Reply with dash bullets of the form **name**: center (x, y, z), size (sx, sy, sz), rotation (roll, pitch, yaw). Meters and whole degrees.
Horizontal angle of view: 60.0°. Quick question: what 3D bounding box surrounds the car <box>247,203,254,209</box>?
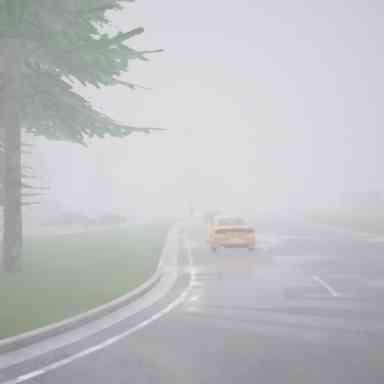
- **car**: center (15.547, 3.574, 87.831), size (1.812, 1.442, 4.674), rotation (-1, -2, 11)

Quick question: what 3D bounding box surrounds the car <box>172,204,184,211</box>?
- **car**: center (-2.948, 3.251, 71.015), size (2.128, 1.511, 4.902), rotation (-1, -2, 11)

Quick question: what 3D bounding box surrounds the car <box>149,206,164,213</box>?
- **car**: center (-7.157, 3.539, 67.608), size (2.033, 1.411, 5.357), rotation (-1, -2, 11)

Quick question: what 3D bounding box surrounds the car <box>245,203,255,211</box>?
- **car**: center (11.227, 3.044, 64.747), size (1.812, 1.442, 4.674), rotation (-1, -2, 11)

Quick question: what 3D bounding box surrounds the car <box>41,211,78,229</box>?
- **car**: center (-11.929, 2.585, 31.455), size (2.128, 1.511, 4.902), rotation (-2, -2, 23)

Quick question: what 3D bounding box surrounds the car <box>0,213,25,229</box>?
- **car**: center (-17.043, 2.600, 28.703), size (1.882, 1.535, 5.008), rotation (-2, -2, 26)

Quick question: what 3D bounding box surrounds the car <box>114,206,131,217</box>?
- **car**: center (-10.725, 2.905, 49.514), size (2.097, 1.767, 4.553), rotation (-1, -2, 11)

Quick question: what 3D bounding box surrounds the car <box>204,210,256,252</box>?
- **car**: center (1.737, 1.886, 16.150), size (1.882, 1.535, 5.008), rotation (-1, -2, -2)

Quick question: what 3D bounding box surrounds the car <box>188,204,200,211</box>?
- **car**: center (0.412, 3.217, 69.950), size (1.994, 1.385, 4.181), rotation (-1, -2, 11)

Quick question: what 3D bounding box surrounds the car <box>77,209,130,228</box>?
- **car**: center (-8.168, 2.613, 31.240), size (1.895, 1.301, 4.718), rotation (-2, -2, 22)
